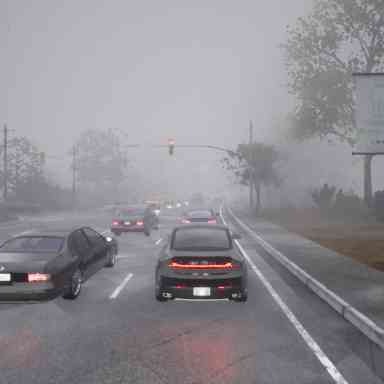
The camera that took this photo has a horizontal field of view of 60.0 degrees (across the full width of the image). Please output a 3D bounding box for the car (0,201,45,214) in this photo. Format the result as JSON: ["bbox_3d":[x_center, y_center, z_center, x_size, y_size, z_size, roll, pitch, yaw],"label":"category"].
[{"bbox_3d":[-17.733,1.601,34.148,4.718,1.301,1.895,0,0,5],"label":"car"}]

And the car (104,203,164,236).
[{"bbox_3d":[-3.015,1.547,18.432,2.033,1.411,5.357,0,0,2],"label":"car"}]

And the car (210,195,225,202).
[{"bbox_3d":[5.848,1.519,75.269,1.812,1.442,4.674,0,0,9],"label":"car"}]

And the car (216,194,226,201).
[{"bbox_3d":[7.525,1.393,85.393,2.128,1.511,4.902,0,0,10],"label":"car"}]

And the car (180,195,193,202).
[{"bbox_3d":[-1.236,1.524,75.280,2.128,1.511,4.902,0,0,9],"label":"car"}]

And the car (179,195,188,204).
[{"bbox_3d":[-2.704,1.491,65.114,2.128,1.511,4.902,0,0,8],"label":"car"}]

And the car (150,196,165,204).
[{"bbox_3d":[-6.493,1.526,63.159,1.812,1.442,4.674,0,0,8],"label":"car"}]

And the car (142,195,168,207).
[{"bbox_3d":[-4.959,1.478,45.322,1.882,1.535,5.008,0,0,5],"label":"car"}]

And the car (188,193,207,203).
[{"bbox_3d":[1.085,1.221,65.944,2.150,2.045,5.566,0,0,8],"label":"car"}]

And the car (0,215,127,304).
[{"bbox_3d":[-3.298,1.547,8.365,2.033,1.411,5.357,0,0,1],"label":"car"}]

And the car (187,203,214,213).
[{"bbox_3d":[0.458,1.526,17.530,1.812,1.442,4.674,0,0,4],"label":"car"}]

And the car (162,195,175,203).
[{"bbox_3d":[-5.060,1.500,73.368,1.837,1.490,4.892,0,0,8],"label":"car"}]

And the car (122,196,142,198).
[{"bbox_3d":[-8.557,1.352,44.333,2.097,1.767,4.553,0,0,5],"label":"car"}]

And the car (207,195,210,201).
[{"bbox_3d":[3.991,1.500,85.495,1.837,1.490,4.892,0,0,10],"label":"car"}]

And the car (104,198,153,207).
[{"bbox_3d":[-6.793,1.601,34.834,4.718,1.301,1.895,0,0,-12],"label":"car"}]

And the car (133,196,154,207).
[{"bbox_3d":[-7.679,1.491,53.280,2.128,1.511,4.902,0,0,6],"label":"car"}]

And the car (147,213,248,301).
[{"bbox_3d":[0.214,1.505,8.283,1.837,1.490,4.892,0,0,1],"label":"car"}]

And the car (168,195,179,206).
[{"bbox_3d":[-3.948,1.564,55.206,1.994,1.385,4.181,0,0,6],"label":"car"}]
